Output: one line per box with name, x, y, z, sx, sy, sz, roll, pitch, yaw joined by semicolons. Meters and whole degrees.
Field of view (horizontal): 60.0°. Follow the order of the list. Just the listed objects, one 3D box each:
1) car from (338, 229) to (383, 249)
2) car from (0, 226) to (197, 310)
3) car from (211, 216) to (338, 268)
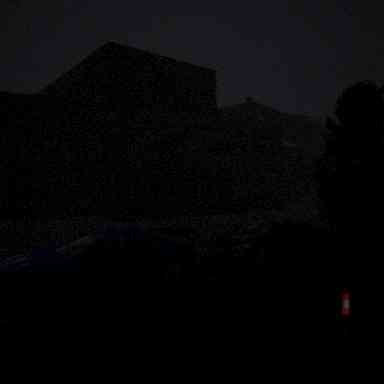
car;7.357;1.677;15.846;5.008;1.535;2.097;1;0;-39
car;-2.209;1.685;8.545;5.008;1.535;2.097;0;0;-35
car;2.902;1.674;12.275;4.892;1.521;2.231;0;0;-37
